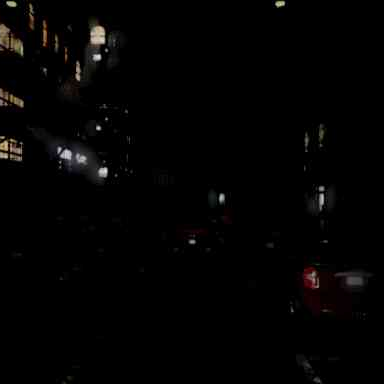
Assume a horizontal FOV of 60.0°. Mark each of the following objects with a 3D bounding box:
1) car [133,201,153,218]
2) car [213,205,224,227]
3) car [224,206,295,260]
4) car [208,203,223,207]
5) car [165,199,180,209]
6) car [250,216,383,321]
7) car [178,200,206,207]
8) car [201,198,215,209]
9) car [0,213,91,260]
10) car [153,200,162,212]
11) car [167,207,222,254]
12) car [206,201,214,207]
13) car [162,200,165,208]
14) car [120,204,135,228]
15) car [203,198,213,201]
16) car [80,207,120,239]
[{"bbox_3d":[-5.668,1.830,35.145,1.967,1.590,4.097,0,-1,0],"label":"car"},{"bbox_3d":[2.706,1.842,24.061,1.802,1.307,4.206,0,-1,0],"label":"car"},{"bbox_3d":[2.700,1.453,12.989,2.192,1.841,5.009,0,-1,0],"label":"car"},{"bbox_3d":[2.709,1.890,29.601,1.947,1.339,4.313,0,-1,0],"label":"car"},{"bbox_3d":[-3.031,2.003,57.100,2.097,1.767,4.553,0,-1,0],"label":"car"},{"bbox_3d":[2.697,1.520,7.447,1.967,1.590,4.097,0,-1,0],"label":"car"},{"bbox_3d":[0.043,1.797,29.253,1.882,1.535,5.008,0,0,1],"label":"car"},{"bbox_3d":[2.727,1.968,57.298,2.192,1.841,5.009,0,-1,0],"label":"car"},{"bbox_3d":[-5.681,1.704,12.991,1.947,1.339,4.313,0,-1,0],"label":"car"},{"bbox_3d":[-5.661,1.962,46.224,1.967,1.590,4.097,0,-1,0],"label":"car"},{"bbox_3d":[0.034,1.629,14.247,1.882,1.535,5.008,0,0,1],"label":"car"},{"bbox_3d":[2.713,1.940,35.138,2.008,1.369,4.403,0,-1,0],"label":"car"},{"bbox_3d":[-5.652,2.242,62.671,1.752,1.417,4.829,0,-1,0],"label":"car"},{"bbox_3d":[-5.674,1.811,24.067,2.008,1.369,4.403,0,-1,0],"label":"car"},{"bbox_3d":[2.723,2.114,51.926,1.752,1.417,4.829,0,-1,0],"label":"car"},{"bbox_3d":[-5.677,1.749,18.529,2.008,1.369,4.403,0,-1,0],"label":"car"}]
